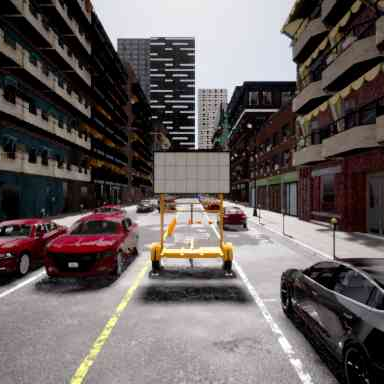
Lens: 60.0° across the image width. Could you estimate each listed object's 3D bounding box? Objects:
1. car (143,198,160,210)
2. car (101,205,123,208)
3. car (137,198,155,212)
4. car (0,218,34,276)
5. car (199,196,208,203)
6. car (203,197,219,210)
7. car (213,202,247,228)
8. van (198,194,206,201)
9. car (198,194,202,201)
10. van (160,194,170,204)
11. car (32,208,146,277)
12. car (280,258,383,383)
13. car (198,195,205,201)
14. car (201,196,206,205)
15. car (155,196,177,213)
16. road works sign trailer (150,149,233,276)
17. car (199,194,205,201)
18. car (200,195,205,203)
[{"bbox_3d":[-5.326,1.556,44.337,1.752,1.417,4.829,1,0,0],"label":"car"},{"bbox_3d":[-5.316,1.554,21.747,1.887,1.381,4.507,1,0,0],"label":"car"},{"bbox_3d":[-5.324,1.576,38.817,2.008,1.369,4.403,1,0,0],"label":"car"},{"bbox_3d":[-5.312,1.548,10.368,1.887,1.381,4.507,1,0,0],"label":"car"},{"bbox_3d":[2.542,1.655,72.968,1.802,1.307,4.206,0,0,0],"label":"car"},{"bbox_3d":[2.556,1.607,38.831,1.802,1.307,4.206,1,0,0],"label":"car"},{"bbox_3d":[2.563,1.591,21.762,1.802,1.307,4.206,1,0,0],"label":"car"},{"bbox_3d":[2.539,1.440,84.348,1.690,1.788,3.998,0,0,0],"label":"van"},{"bbox_3d":[2.545,1.588,67.449,1.752,1.417,4.829,0,0,0],"label":"car"},{"bbox_3d":[-5.333,1.404,67.266,1.690,1.788,3.998,1,0,0],"label":"van"},{"bbox_3d":[-2.854,1.481,10.500,1.882,1.535,5.008,0,0,0],"label":"car"},{"bbox_3d":[2.571,1.567,4.694,1.947,1.339,4.313,1,0,0],"label":"car"},{"bbox_3d":[2.535,1.637,90.208,1.752,1.417,4.829,0,0,0],"label":"car"},{"bbox_3d":[2.554,1.576,44.522,1.887,1.381,4.507,1,0,0],"label":"car"},{"bbox_3d":[-2.766,1.549,37.374,1.812,1.442,4.674,0,0,0],"label":"car"},{"bbox_3d":[-0.004,0.467,10.372,2.380,3.560,2.880,0,0,0],"label":"road works sign trailer"},{"bbox_3d":[2.550,1.570,56.070,1.752,1.417,4.829,0,0,0],"label":"car"},{"bbox_3d":[2.552,1.582,50.211,1.887,1.381,4.507,1,0,0],"label":"car"}]
